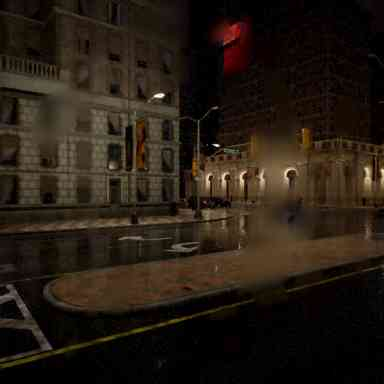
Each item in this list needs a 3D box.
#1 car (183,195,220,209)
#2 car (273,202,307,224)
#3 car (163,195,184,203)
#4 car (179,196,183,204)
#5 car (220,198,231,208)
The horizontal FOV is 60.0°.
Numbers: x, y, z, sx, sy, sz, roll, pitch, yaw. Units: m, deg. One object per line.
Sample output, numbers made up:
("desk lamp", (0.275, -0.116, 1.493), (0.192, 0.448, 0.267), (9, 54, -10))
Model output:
("car", (1.234, 1.352, 44.999), (2.097, 1.767, 4.553), (0, 0, -35))
("car", (7.424, 1.491, 24.904), (2.128, 1.511, 4.902), (1, 0, 25))
("car", (-3.987, 1.513, 70.862), (2.128, 1.511, 4.902), (0, 0, -35))
("car", (-2.895, 1.356, 56.879), (2.097, 1.767, 4.553), (0, 0, -35))
("car", (3.530, 1.478, 47.803), (1.882, 1.535, 5.008), (0, 0, -36))
